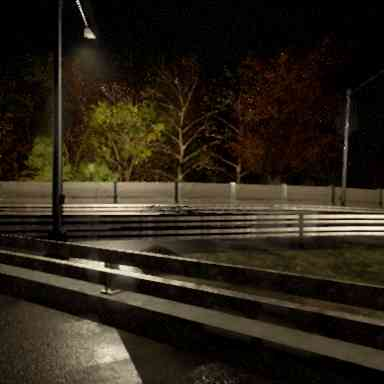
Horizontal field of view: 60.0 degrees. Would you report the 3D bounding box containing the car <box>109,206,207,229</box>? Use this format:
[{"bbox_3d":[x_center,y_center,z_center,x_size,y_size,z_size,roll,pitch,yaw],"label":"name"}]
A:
[{"bbox_3d":[-1.700,1.492,16.969,4.902,1.511,2.128,-1,0,-10],"label":"car"}]
